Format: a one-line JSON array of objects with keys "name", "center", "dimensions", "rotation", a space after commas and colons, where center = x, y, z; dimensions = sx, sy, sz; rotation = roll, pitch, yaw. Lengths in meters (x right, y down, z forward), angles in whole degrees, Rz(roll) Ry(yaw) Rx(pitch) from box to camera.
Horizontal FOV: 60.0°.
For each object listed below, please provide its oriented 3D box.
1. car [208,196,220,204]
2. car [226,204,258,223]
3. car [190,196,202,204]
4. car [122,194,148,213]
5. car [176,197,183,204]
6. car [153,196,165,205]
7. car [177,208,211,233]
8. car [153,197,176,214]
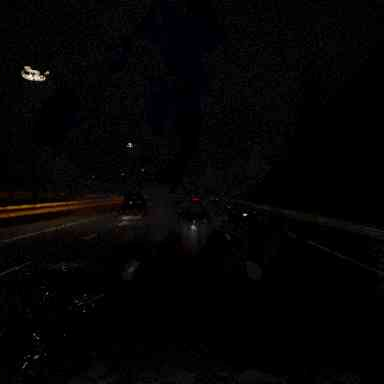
[{"name": "car", "center": [4.272, 1.565, 63.984], "dimensions": [2.128, 1.511, 4.902], "rotation": [0, 0, 1]}, {"name": "car", "center": [3.776, 1.590, 25.529], "dimensions": [1.994, 1.385, 4.181], "rotation": [0, 0, 1]}, {"name": "car", "center": [0.771, 1.569, 64.053], "dimensions": [2.128, 1.511, 4.902], "rotation": [0, 0, 1]}, {"name": "car", "center": [-6.542, 1.279, 38.456], "dimensions": [2.150, 2.045, 5.566], "rotation": [0, 0, 1]}, {"name": "car", "center": [-2.729, 1.648, 64.008], "dimensions": [1.994, 1.385, 4.181], "rotation": [0, 0, 1]}, {"name": "car", "center": [-6.232, 1.615, 63.842], "dimensions": [1.812, 1.442, 4.674], "rotation": [0, 0, 1]}, {"name": "car", "center": [0.137, 1.626, 19.921], "dimensions": [1.895, 1.301, 4.718], "rotation": [0, 0, 1]}, {"name": "car", "center": [-3.088, 1.555, 35.936], "dimensions": [1.837, 1.490, 4.892], "rotation": [0, 0, 1]}]
